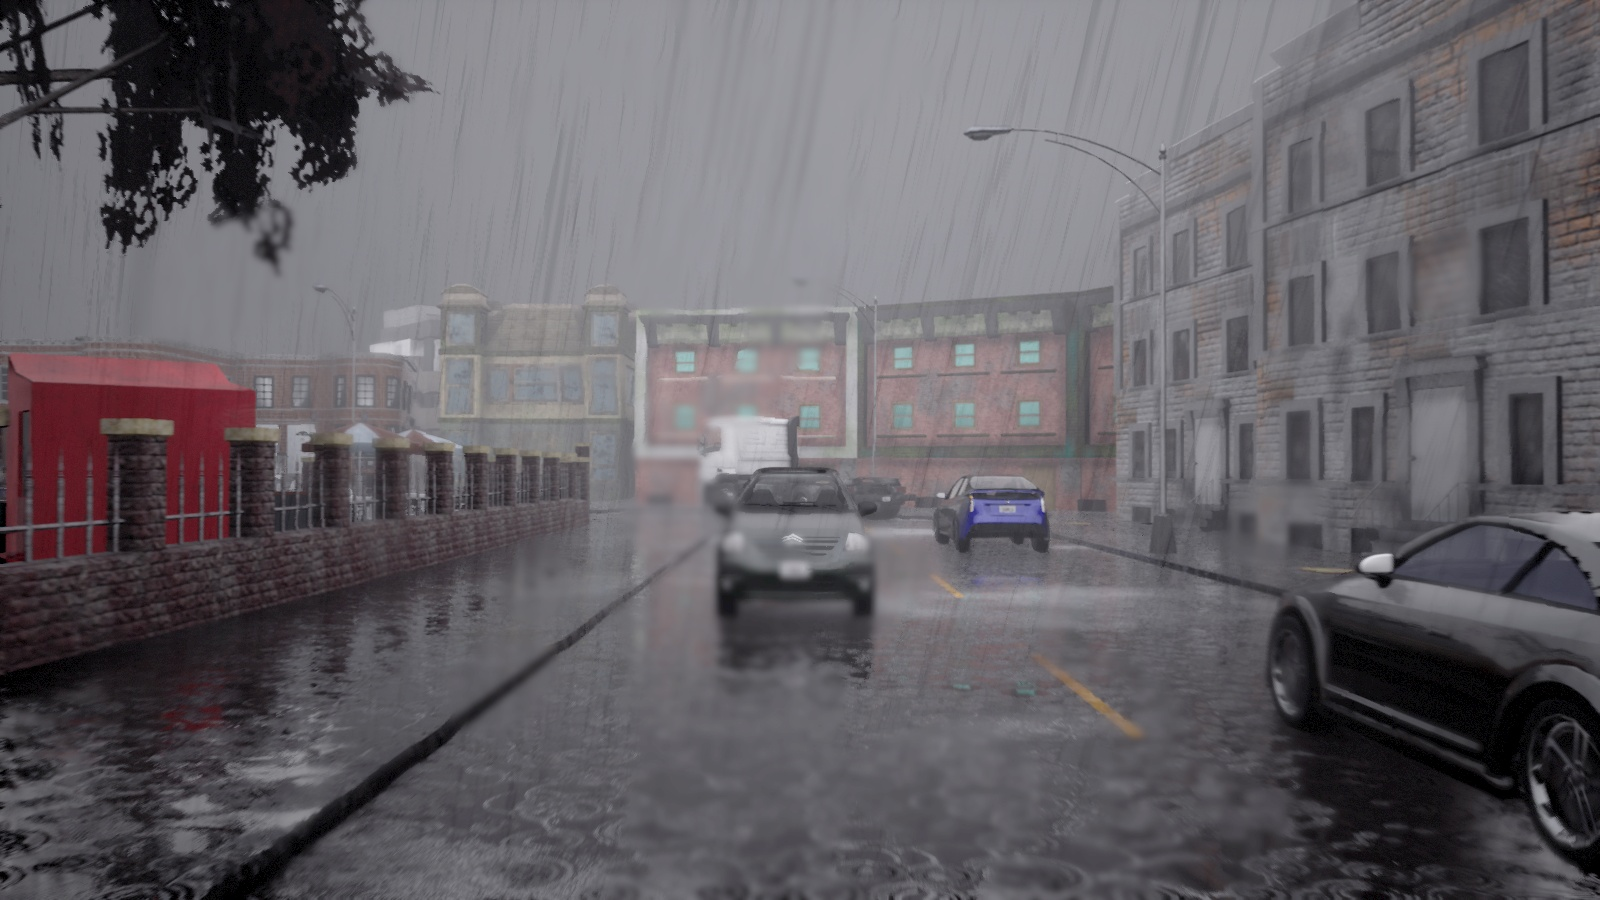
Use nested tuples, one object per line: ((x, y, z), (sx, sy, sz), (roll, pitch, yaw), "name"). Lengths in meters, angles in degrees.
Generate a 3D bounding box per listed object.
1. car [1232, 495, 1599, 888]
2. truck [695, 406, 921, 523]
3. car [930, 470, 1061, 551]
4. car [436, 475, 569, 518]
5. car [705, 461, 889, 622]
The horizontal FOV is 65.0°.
((3.984, 0.973, 6.566), (1.994, 1.385, 4.181), (0, -1, 0), "car")
((0.080, 0.521, 41.257), (2.891, 3.462, 7.936), (0, -1, -40), "truck")
((3.936, 1.182, 26.066), (2.007, 1.525, 4.514), (0, -1, 0), "car")
((-10.334, 1.603, 43.810), (4.193, 1.474, 1.816), (0, -1, 2), "car")
((-0.036, 0.959, 14.720), (1.851, 1.617, 3.988), (0, -1, 0), "car")
